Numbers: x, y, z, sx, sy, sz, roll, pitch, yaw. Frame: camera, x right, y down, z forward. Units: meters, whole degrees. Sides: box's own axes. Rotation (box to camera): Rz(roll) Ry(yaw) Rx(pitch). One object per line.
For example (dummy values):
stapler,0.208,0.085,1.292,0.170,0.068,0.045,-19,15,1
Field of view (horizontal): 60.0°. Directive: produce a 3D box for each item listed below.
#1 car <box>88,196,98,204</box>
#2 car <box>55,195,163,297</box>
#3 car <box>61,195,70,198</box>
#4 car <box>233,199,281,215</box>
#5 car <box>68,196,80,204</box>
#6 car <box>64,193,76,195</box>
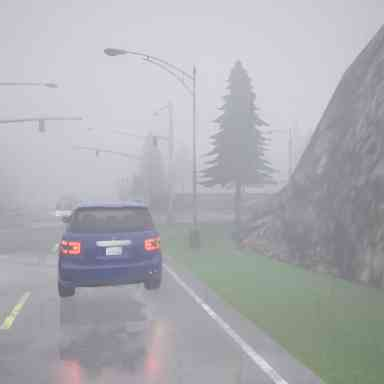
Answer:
car,-19.240,1.525,64.582,1.812,1.442,4.674,0,0,-17
car,-2.248,1.221,8.924,2.150,2.045,5.566,0,0,-16
car,-16.394,1.491,42.874,2.128,1.511,4.902,0,0,-17
car,6.511,1.505,33.284,4.892,1.490,1.837,0,0,-18
car,-23.180,1.547,65.510,1.994,1.385,4.181,0,0,-17
car,-19.429,1.224,52.871,2.150,2.045,5.566,0,0,-17
